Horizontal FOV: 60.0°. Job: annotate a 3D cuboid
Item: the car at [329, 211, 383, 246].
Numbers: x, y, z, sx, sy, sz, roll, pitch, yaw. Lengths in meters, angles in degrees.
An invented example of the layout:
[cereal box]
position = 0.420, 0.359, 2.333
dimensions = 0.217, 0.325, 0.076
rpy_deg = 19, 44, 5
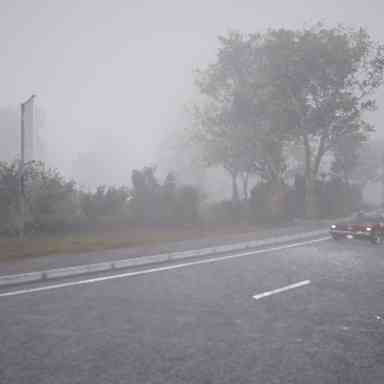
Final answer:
[car]
position = 8.303, 1.600, 15.651
dimensions = 4.718, 1.301, 1.895
rpy_deg = 0, 0, -44
